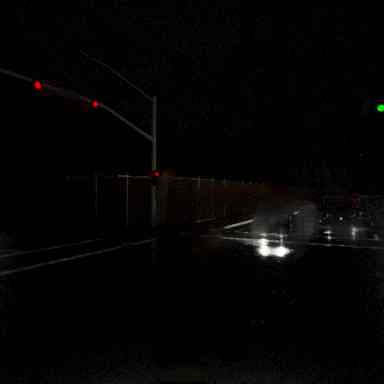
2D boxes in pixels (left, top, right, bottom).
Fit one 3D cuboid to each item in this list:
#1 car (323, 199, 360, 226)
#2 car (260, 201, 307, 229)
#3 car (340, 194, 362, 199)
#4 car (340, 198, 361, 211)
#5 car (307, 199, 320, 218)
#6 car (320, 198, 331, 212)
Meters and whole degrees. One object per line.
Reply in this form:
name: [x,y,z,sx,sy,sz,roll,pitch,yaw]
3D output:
car: [10.825,1.492,23.848,1.837,1.490,4.892,0,0,27]
car: [5.893,1.478,21.898,2.128,1.511,4.902,0,0,27]
car: [19.711,1.222,41.218,2.150,2.045,5.566,0,0,27]
car: [14.879,1.557,31.779,1.994,1.385,4.181,0,0,27]
car: [10.122,1.518,30.142,1.812,1.442,4.674,0,0,27]
car: [14.905,1.546,39.534,2.033,1.411,5.357,0,0,27]
